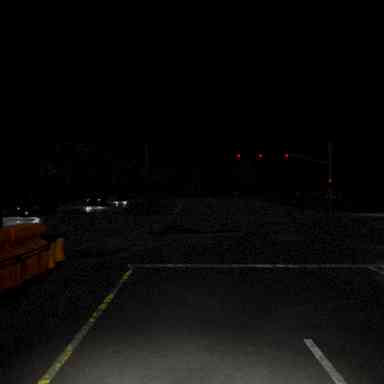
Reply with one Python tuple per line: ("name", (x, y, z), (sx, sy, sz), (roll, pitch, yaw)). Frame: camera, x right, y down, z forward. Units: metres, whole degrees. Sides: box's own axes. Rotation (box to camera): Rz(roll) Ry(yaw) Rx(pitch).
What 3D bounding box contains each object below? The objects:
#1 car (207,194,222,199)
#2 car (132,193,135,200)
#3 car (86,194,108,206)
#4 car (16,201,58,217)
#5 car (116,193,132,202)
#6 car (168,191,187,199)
("car", (6.915, 1.145, 94.695), (2.033, 1.411, 5.357), (0, 0, -18))
("car", (-14.511, 1.036, 77.758), (2.097, 1.767, 4.553), (0, 0, -6))
("car", (-14.081, 1.156, 49.421), (2.097, 1.767, 4.553), (0, 0, 0))
("car", (-14.092, 1.492, 30.501), (1.895, 1.301, 4.718), (0, 0, 0))
("car", (-13.988, 1.232, 67.381), (1.837, 1.490, 4.892), (0, 0, 0))
("car", (-4.255, 0.822, 95.251), (2.150, 2.045, 5.566), (0, 0, -22))
